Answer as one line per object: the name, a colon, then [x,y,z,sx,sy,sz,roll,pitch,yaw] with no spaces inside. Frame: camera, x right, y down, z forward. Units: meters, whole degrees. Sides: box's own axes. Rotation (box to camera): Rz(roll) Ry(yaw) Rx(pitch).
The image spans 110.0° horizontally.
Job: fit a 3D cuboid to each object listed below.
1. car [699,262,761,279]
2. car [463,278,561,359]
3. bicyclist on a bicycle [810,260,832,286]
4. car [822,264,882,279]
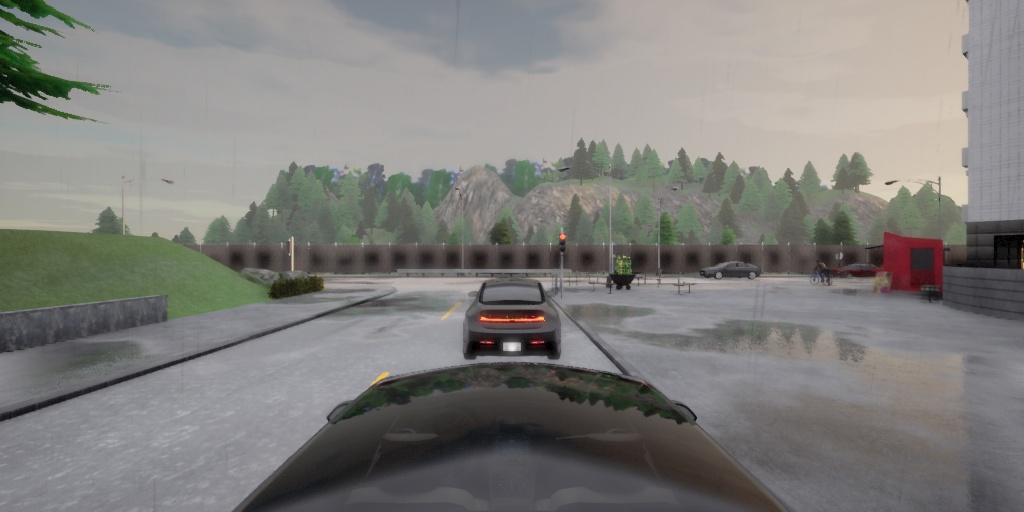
car: [19.046,1.255,31.384,4.892,1.490,1.837,0,0,-1]
car: [-0.001,1.255,8.357,1.837,1.490,4.892,0,0,0]
bicyclist on a bicycle: [19.804,1.099,22.992,0.582,1.620,1.656,0,0,-1]
car: [30.112,1.351,31.481,4.718,1.301,1.895,0,0,0]
